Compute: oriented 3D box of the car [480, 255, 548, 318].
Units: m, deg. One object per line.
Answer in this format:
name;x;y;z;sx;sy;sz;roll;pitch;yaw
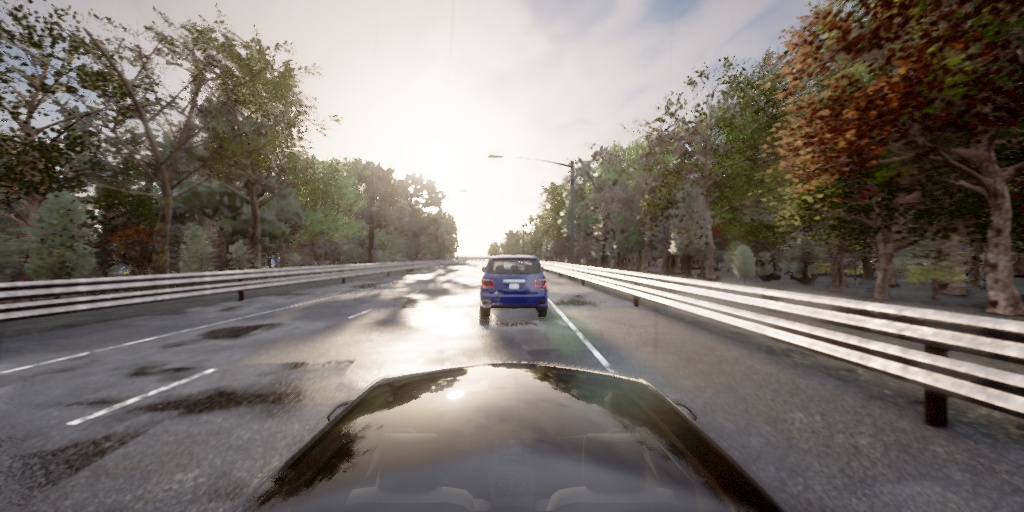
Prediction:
car;0.044;0.986;13.177;2.150;2.045;5.566;0;0;0
